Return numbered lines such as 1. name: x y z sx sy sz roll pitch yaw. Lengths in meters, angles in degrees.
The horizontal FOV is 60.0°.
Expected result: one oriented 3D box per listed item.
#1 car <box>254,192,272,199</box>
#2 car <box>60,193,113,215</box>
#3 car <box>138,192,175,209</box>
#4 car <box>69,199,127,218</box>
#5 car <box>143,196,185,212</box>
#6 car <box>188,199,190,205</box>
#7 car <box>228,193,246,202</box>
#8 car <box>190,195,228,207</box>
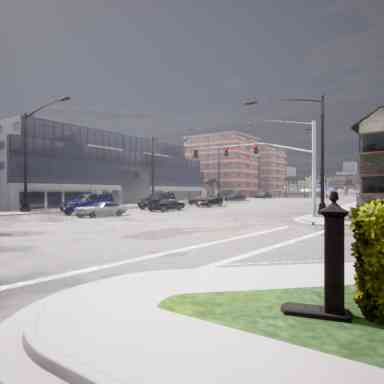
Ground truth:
1. car: 14.605 0.712 68.096 2.033 1.411 5.357 0 0 35
2. car: -10.160 1.171 32.933 2.150 2.045 5.566 0 0 35
3. car: -4.219 1.072 41.408 2.150 2.045 5.566 0 1 36
4. car: -8.124 1.555 29.736 1.895 1.301 4.718 0 0 35
5. car: -2.866 1.493 37.240 1.895 1.301 4.718 0 1 35
6. car: 1.383 1.247 49.400 1.895 1.301 4.718 0 2 35
7. car: 7.531 0.900 58.146 2.033 1.411 5.357 0 1 35
8. car: 2.403 1.217 44.756 2.128 1.511 4.902 0 1 35
